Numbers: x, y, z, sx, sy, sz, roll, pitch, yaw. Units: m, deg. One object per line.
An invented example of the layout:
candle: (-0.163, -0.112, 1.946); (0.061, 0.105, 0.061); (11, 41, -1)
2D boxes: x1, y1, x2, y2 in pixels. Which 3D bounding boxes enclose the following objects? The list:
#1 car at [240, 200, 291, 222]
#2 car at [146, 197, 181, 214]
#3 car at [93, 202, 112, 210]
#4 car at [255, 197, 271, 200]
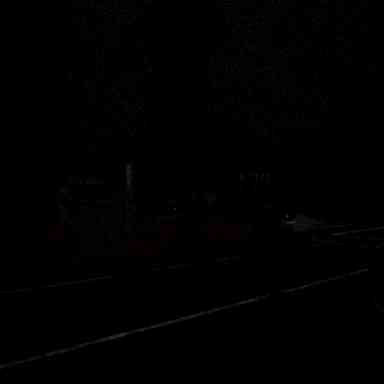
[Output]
car: (6.053, 1.646, 27.887); (1.812, 1.442, 4.674); (0, -1, -37)
car: (-3.626, 1.642, 40.791); (2.150, 2.045, 5.566); (0, -1, -37)
car: (-15.223, 2.352, 56.408); (1.812, 1.442, 4.674); (0, -1, -37)
car: (14.257, 1.793, 66.234); (1.970, 1.475, 3.806); (0, -1, -37)
